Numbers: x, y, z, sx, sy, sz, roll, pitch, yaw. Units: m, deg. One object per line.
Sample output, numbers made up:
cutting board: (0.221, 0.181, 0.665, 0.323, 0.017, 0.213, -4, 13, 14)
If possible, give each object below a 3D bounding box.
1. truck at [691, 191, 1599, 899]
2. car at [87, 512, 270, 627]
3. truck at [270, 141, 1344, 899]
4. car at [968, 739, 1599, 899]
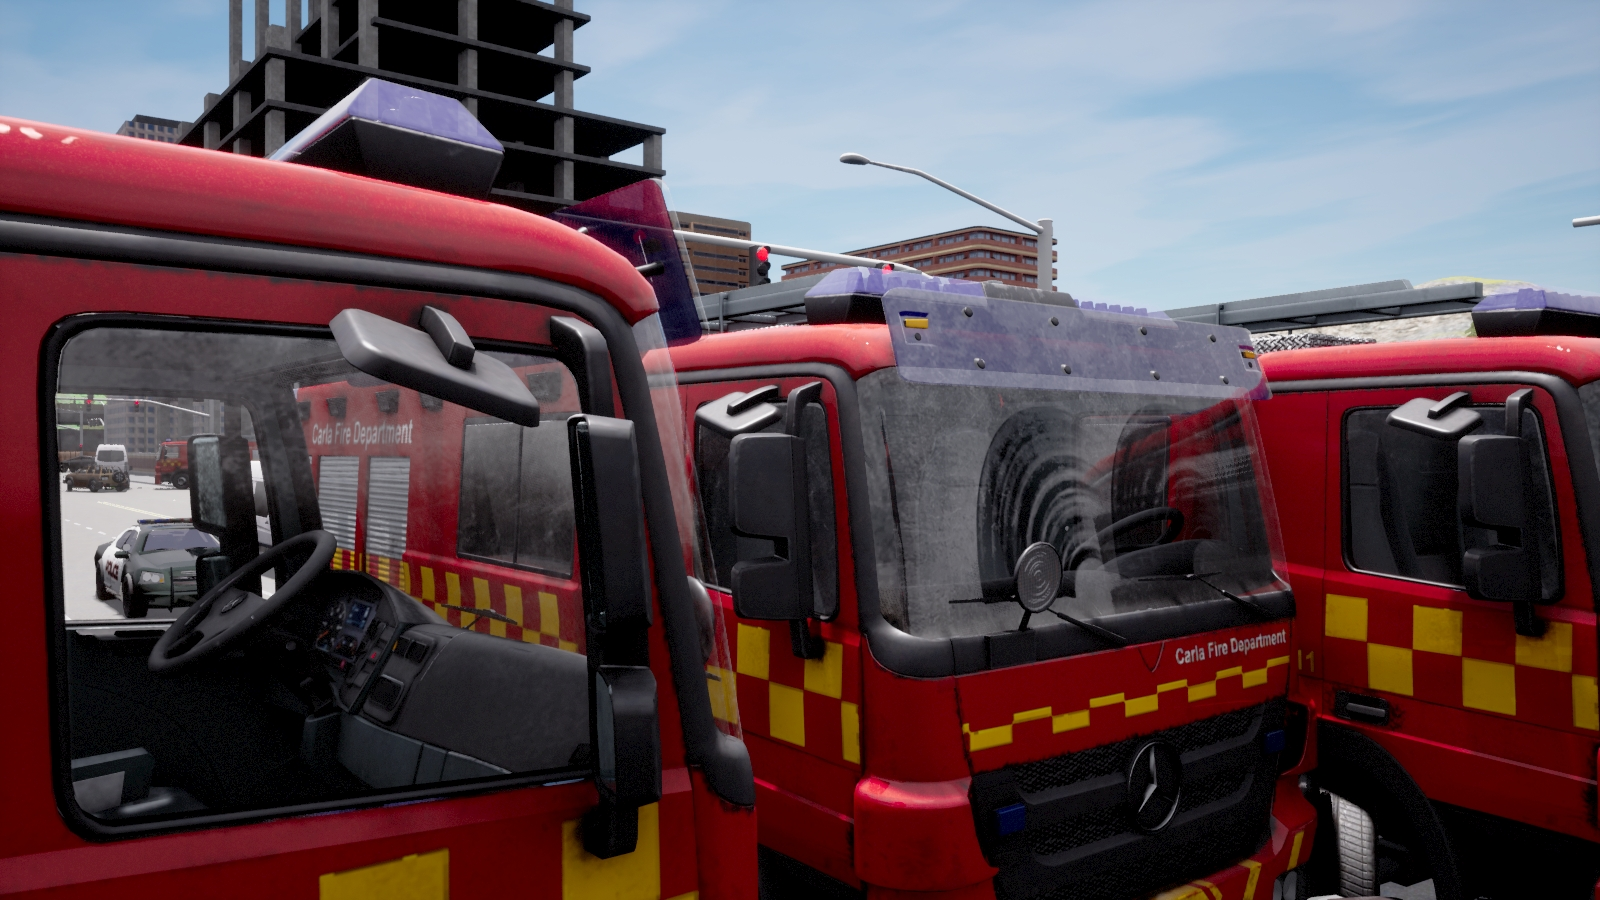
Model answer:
truck: (2.348, 0.890, 8.605, 2.891, 3.827, 8.468, 0, 0, -31)
car: (-11.386, 2.037, 20.746, 2.038, 1.542, 4.974, 0, 0, -39)
truck: (-1.099, 0.890, 8.003, 2.891, 3.827, 8.468, 0, 0, -38)
car: (2.437, 2.065, 3.109, 1.970, 1.475, 3.806, 0, 0, -30)
